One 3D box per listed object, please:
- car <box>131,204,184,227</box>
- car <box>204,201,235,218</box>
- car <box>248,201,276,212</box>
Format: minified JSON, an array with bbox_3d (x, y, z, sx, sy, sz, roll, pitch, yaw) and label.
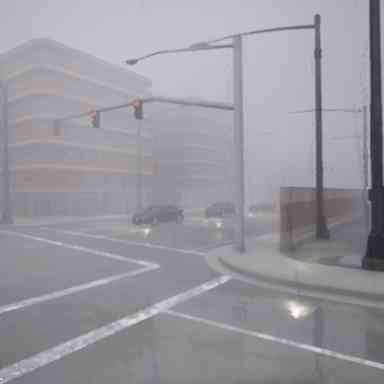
[{"bbox_3d":[-2.513,1.712,25.269,1.837,1.490,4.892,-1,0,34],"label":"car"},{"bbox_3d":[3.069,1.715,33.398,1.837,1.490,4.892,-1,0,34],"label":"car"},{"bbox_3d":[8.826,1.814,41.770,1.895,1.301,4.718,-1,-1,35],"label":"car"}]
